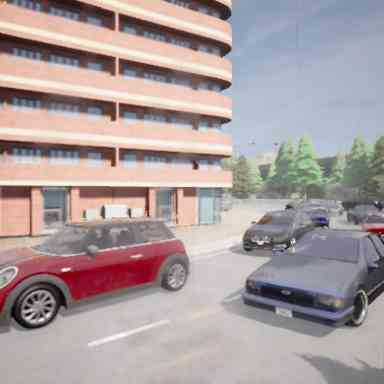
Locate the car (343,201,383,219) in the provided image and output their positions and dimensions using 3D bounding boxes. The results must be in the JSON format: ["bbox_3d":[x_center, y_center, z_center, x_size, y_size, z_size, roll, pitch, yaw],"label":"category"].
[{"bbox_3d":[12.681,1.630,24.295,1.994,1.385,4.181,0,0,14],"label":"car"}]

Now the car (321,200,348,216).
[{"bbox_3d":[13.818,1.633,34.170,1.812,1.442,4.674,0,0,0],"label":"car"}]

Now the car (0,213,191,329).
[{"bbox_3d":[-2.214,1.398,7.232,4.553,1.767,2.097,0,0,-43],"label":"car"}]

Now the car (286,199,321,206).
[{"bbox_3d":[10.276,1.602,31.826,2.128,1.511,4.902,0,0,4],"label":"car"}]

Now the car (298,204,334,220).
[{"bbox_3d":[8.064,1.674,21.911,1.895,1.301,4.718,0,0,20],"label":"car"}]

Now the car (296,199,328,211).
[{"bbox_3d":[15.810,1.670,44.010,1.812,1.442,4.674,0,0,-12],"label":"car"}]

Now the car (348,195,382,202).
[{"bbox_3d":[20.284,1.332,39.898,2.150,2.045,5.566,0,0,-8],"label":"car"}]

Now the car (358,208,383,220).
[{"bbox_3d":[8.840,1.640,15.216,1.895,1.301,4.718,0,0,28],"label":"car"}]

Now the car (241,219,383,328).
[{"bbox_3d":[3.268,1.572,7.409,2.033,1.411,5.357,0,0,42],"label":"car"}]

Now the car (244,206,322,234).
[{"bbox_3d":[3.741,1.557,13.719,1.837,1.490,4.892,0,0,34],"label":"car"}]
